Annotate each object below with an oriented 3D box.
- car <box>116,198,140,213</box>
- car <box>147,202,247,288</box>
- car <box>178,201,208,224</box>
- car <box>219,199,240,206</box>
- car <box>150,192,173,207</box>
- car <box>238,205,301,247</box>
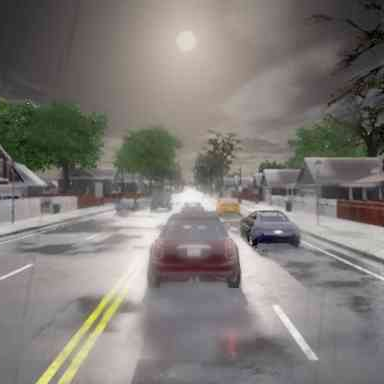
[{"bbox_3d":[-6.609,1.386,34.699,1.812,1.442,4.674,0,0,0],"label":"car"},{"bbox_3d":[0.057,1.314,9.265,2.097,1.767,4.553,0,0,0],"label":"car"},{"bbox_3d":[0.055,1.447,25.189,2.033,1.411,5.357,0,0,0],"label":"car"},{"bbox_3d":[3.325,1.353,31.044,1.882,1.535,5.008,0,0,0],"label":"car"},{"bbox_3d":[-3.354,1.071,37.559,2.150,2.045,5.566,0,0,0],"label":"car"},{"bbox_3d":[3.329,1.504,14.826,1.994,1.385,4.181,0,0,0],"label":"car"}]
